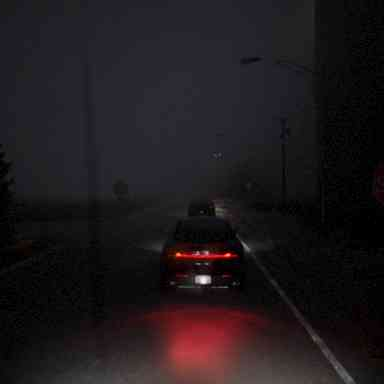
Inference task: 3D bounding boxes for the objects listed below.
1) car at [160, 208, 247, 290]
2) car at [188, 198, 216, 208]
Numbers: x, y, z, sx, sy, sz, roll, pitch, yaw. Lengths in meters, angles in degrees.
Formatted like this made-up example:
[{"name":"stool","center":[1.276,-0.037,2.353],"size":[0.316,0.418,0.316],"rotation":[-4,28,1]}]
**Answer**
[{"name":"car","center":[0.285,1.386,8.715],"size":[1.837,1.490,4.892],"rotation":[0,1,2]},{"name":"car","center":[0.720,1.147,24.631],"size":[1.882,1.535,5.008],"rotation":[0,1,2]}]
